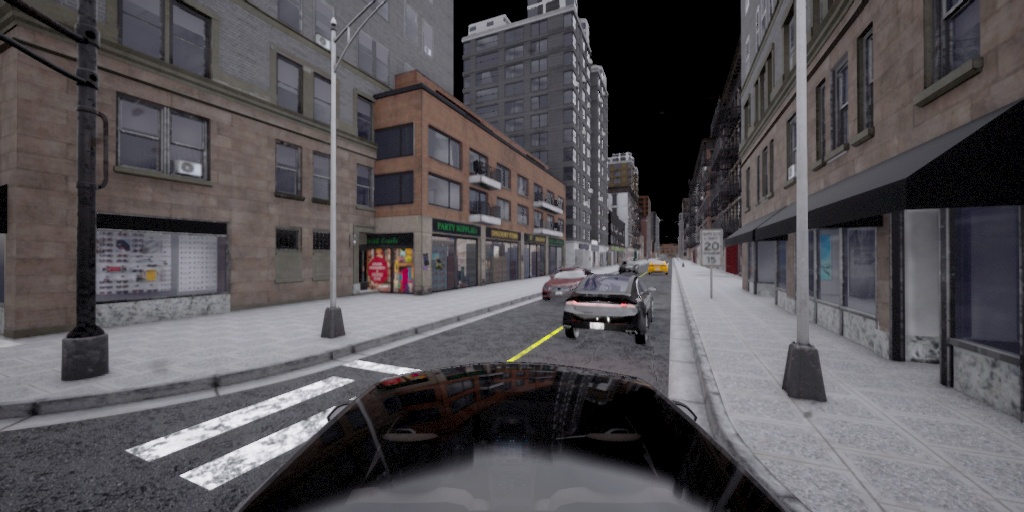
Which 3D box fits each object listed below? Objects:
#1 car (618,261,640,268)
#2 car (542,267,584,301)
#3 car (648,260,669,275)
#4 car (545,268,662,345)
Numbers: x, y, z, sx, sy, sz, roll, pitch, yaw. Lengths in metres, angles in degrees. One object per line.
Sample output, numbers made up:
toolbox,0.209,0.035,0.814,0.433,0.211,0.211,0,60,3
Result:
car,12.683,1.245,38.710,1.837,1.490,4.892,0,0,25
car,2.890,1.282,16.948,1.812,1.442,4.674,0,0,24
car,15.913,1.206,38.932,1.882,1.535,5.008,0,0,24
car,2.754,1.241,9.663,2.128,1.511,4.902,0,0,24
